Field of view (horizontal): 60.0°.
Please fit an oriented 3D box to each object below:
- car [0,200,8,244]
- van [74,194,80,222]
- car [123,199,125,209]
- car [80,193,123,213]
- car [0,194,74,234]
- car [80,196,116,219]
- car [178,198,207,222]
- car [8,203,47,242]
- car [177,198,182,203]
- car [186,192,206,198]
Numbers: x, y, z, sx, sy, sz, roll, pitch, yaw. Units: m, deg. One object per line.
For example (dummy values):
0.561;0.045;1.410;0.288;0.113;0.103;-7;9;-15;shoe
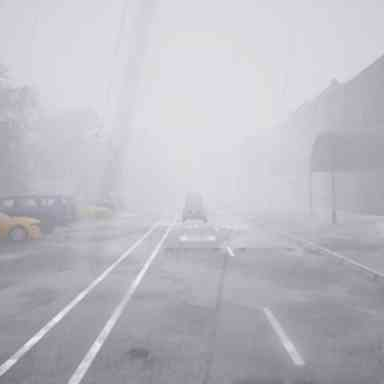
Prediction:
-9.444;1.341;11.841;4.553;1.767;2.185;-1;0;-20;car
-9.492;1.213;20.686;4.442;1.987;1.878;-1;1;-20;van
-9.366;1.130;32.554;5.566;2.045;2.435;-1;1;-20;car
-9.330;1.144;29.626;5.566;2.045;2.435;-1;0;-20;car
-9.425;1.197;17.759;5.566;2.045;2.435;-1;0;-20;car
-9.198;1.404;26.729;5.366;1.575;1.946;-1;0;-20;car
0.179;1.480;25.507;2.033;1.411;5.357;0;0;0;car
-9.412;1.458;14.816;5.008;1.535;2.097;-1;0;-20;car
-2.413;2.081;81.236;1.994;1.385;4.181;0;-1;3;car
0.350;1.075;43.024;2.150;2.045;5.566;0;0;2;car
